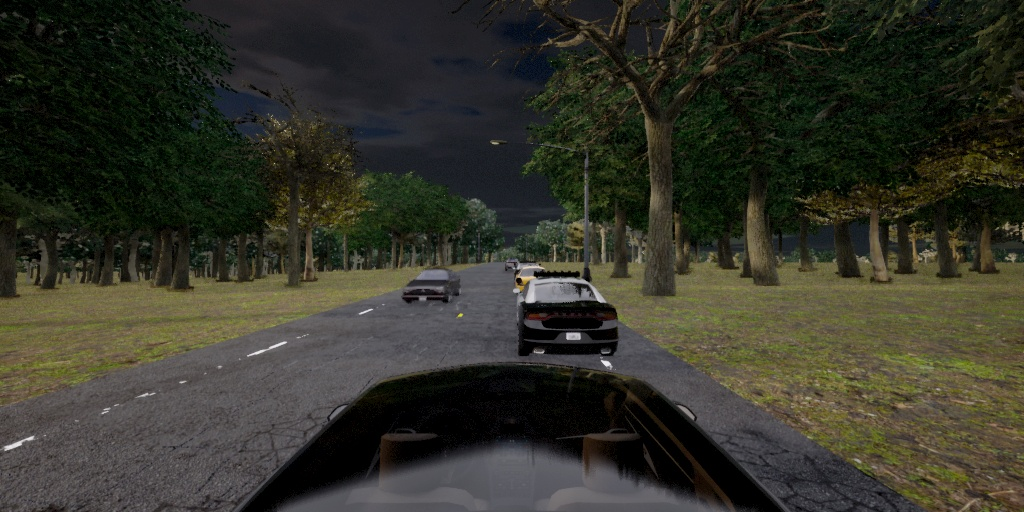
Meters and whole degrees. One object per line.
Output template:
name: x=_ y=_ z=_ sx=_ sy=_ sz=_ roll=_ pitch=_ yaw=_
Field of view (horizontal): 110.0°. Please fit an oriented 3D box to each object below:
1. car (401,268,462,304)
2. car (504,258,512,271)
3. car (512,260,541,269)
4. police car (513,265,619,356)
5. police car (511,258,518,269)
car: x=-3.478 y=1.287 z=16.633 sx=2.033 sy=1.411 sz=5.357 roll=0 pitch=0 yaw=0
car: x=0.085 y=1.130 z=45.961 sx=2.128 sy=1.511 sz=4.902 roll=0 pitch=0 yaw=1
car: x=1.076 y=1.192 z=18.833 sx=1.801 sy=1.575 sz=5.366 roll=0 pitch=0 yaw=0
police car: x=1.062 y=1.174 z=8.749 sx=1.930 sy=1.638 sz=5.238 roll=0 pitch=0 yaw=0
police car: x=1.085 y=1.148 z=24.753 sx=1.930 sy=1.638 sz=5.238 roll=0 pitch=0 yaw=0
